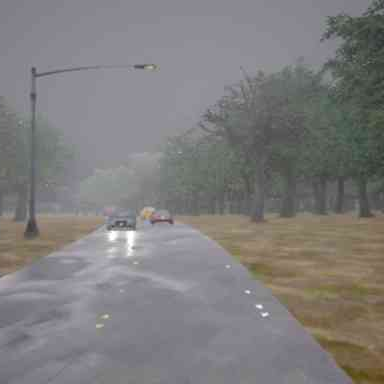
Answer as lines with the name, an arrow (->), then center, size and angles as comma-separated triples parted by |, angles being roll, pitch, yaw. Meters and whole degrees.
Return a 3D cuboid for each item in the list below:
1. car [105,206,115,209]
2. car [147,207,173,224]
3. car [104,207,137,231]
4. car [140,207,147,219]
car -> -15.662, 3.712, 64.095 | 2.150, 2.045, 5.566 | 1, -4, -21
car -> -2.887, 2.245, 31.017 | 1.994, 1.385, 4.181 | 0, -2, -10
car -> -4.995, 2.021, 24.139 | 1.994, 1.385, 4.181 | 0, -2, -9
car -> -5.582, 2.707, 43.207 | 1.882, 1.535, 5.008 | 0, -3, -14
